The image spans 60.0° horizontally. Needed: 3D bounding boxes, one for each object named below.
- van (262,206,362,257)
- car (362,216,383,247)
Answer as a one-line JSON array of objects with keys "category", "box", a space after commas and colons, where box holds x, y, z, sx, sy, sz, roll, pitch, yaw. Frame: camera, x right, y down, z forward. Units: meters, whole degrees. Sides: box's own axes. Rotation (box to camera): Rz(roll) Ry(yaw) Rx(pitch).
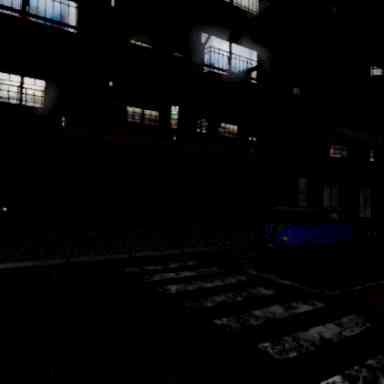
[{"category": "van", "box": [4.617, 1.455, 13.126, 3.998, 1.788, 1.690, 2, 0, -33]}, {"category": "car", "box": [9.365, 1.835, 16.157, 4.206, 1.307, 1.802, 2, 0, -33]}]
